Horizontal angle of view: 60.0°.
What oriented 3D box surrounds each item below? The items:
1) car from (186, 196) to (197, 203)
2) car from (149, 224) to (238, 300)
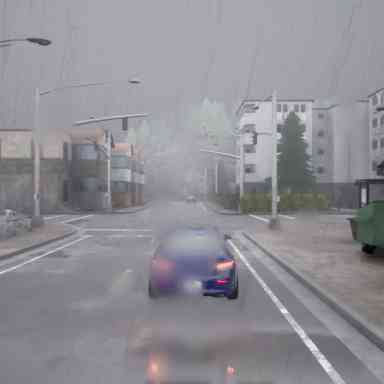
[{"bbox_3d":[-0.143,1.526,66.933,1.812,1.442,4.674,0,0,0],"label":"car"},{"bbox_3d":[0.040,1.526,8.290,1.812,1.442,4.674,0,0,0],"label":"car"}]
